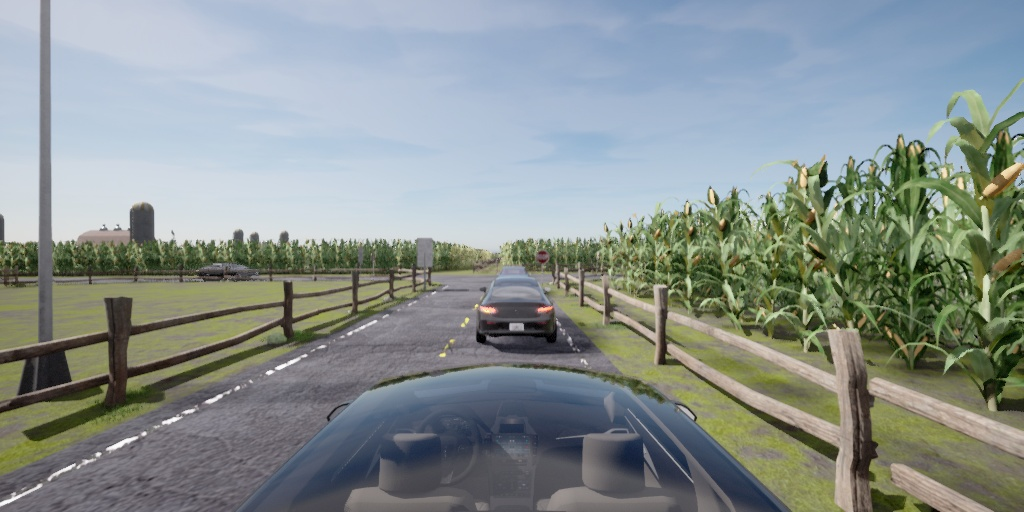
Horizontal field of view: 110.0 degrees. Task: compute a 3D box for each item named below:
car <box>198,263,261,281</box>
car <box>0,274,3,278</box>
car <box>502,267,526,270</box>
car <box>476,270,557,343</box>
[{"bbox_3d":[-25.435,1.411,32.371,4.902,1.511,2.128,0,0,0],"label":"car"},{"bbox_3d":[-49.846,1.676,32.436,5.357,1.411,2.033,-1,0,0],"label":"car"},{"bbox_3d":[0.096,1.280,19.628,2.033,1.411,5.357,0,0,1],"label":"car"},{"bbox_3d":[0.090,1.268,9.548,1.812,1.442,4.674,0,0,0],"label":"car"}]
